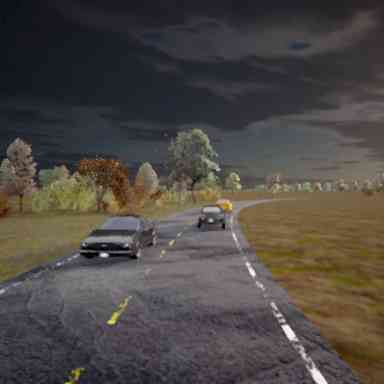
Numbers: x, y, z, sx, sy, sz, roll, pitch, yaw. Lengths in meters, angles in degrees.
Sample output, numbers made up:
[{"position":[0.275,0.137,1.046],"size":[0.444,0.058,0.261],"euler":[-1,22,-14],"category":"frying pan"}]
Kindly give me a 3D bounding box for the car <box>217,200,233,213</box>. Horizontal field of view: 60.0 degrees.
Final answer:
[{"position":[3.973,1.685,41.239],"size":[1.882,1.535,5.008],"euler":[0,0,10],"category":"car"}]

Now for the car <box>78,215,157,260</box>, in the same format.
[{"position":[-2.597,1.615,13.105],"size":[2.033,1.411,5.357],"euler":[0,0,4],"category":"car"}]

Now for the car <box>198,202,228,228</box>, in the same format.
[{"position":[1.440,1.652,23.527],"size":[1.812,1.442,4.674],"euler":[0,0,6],"category":"car"}]
